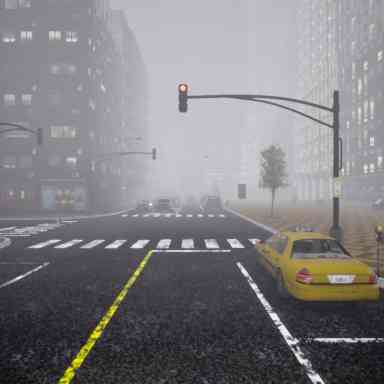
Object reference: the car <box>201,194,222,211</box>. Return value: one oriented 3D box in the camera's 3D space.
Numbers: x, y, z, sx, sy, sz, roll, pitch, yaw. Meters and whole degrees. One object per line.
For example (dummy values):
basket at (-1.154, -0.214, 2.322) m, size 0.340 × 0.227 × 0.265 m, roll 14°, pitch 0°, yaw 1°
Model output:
car at (2.568, 1.332, 40.507) m, size 2.192 × 1.841 × 5.009 m, roll 0°, pitch 0°, yaw 0°

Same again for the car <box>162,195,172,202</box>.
car at (-5.924, 1.517, 79.169) m, size 1.967 × 1.590 × 4.097 m, roll 0°, pitch 0°, yaw 0°

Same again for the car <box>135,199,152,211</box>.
car at (-5.810, 1.568, 40.483) m, size 2.008 × 1.369 × 4.403 m, roll 0°, pitch 0°, yaw 0°

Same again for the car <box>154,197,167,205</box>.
car at (-5.875, 1.592, 62.588) m, size 1.887 × 1.381 × 4.507 m, roll 0°, pitch 0°, yaw 0°

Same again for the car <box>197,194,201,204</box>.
car at (2.504, 1.362, 62.613) m, size 2.192 × 1.841 × 5.009 m, roll 0°, pitch 0°, yaw 0°

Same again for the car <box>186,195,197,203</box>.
car at (-0.202, 1.612, 69.692) m, size 1.994 × 1.385 × 4.181 m, roll 0°, pitch 0°, yaw 0°

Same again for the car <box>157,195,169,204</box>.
car at (-5.892, 1.497, 68.116) m, size 1.967 × 1.590 × 4.097 m, roll 0°, pitch 0°, yaw 0°

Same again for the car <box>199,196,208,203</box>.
car at (2.473, 1.611, 73.667) m, size 1.887 × 1.381 × 4.507 m, roll 0°, pitch 0°, yaw 0°

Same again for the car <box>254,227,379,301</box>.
car at (2.663, 1.526, 8.264) m, size 1.752 × 1.417 × 4.829 m, roll 0°, pitch 0°, yaw 0°

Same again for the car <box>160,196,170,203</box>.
car at (-5.907, 1.648, 73.643) m, size 1.802 × 1.307 × 4.206 m, roll 0°, pitch 0°, yaw 0°

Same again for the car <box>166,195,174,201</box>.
car at (-5.954, 1.624, 90.052) m, size 1.752 × 1.417 × 4.829 m, roll 0°, pitch 0°, yaw 0°

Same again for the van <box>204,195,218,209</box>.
van at (2.552, 1.364, 46.033) m, size 1.690 × 1.788 × 3.998 m, roll 0°, pitch 0°, yaw 0°

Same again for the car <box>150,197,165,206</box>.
car at (-5.859, 1.588, 57.062) m, size 2.008 × 1.369 × 4.403 m, roll 0°, pitch 0°, yaw 0°

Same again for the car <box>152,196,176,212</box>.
car at (-3.212, 1.520, 38.683) m, size 1.837 × 1.490 × 4.892 m, roll 0°, pitch 0°, yaw 0°

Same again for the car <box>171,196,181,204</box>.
car at (-3.212, 1.563, 68.130) m, size 1.837 × 1.490 × 4.892 m, roll 0°, pitch -1°, yaw 0°

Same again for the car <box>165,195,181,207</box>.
car at (-3.240, 1.515, 50.123) m, size 2.128 × 1.511 × 4.902 m, roll 0°, pitch 0°, yaw 0°

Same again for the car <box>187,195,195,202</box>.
car at (-0.230, 1.469, 79.693) m, size 1.882 × 1.535 × 5.008 m, roll 0°, pitch 0°, yaw 0°
